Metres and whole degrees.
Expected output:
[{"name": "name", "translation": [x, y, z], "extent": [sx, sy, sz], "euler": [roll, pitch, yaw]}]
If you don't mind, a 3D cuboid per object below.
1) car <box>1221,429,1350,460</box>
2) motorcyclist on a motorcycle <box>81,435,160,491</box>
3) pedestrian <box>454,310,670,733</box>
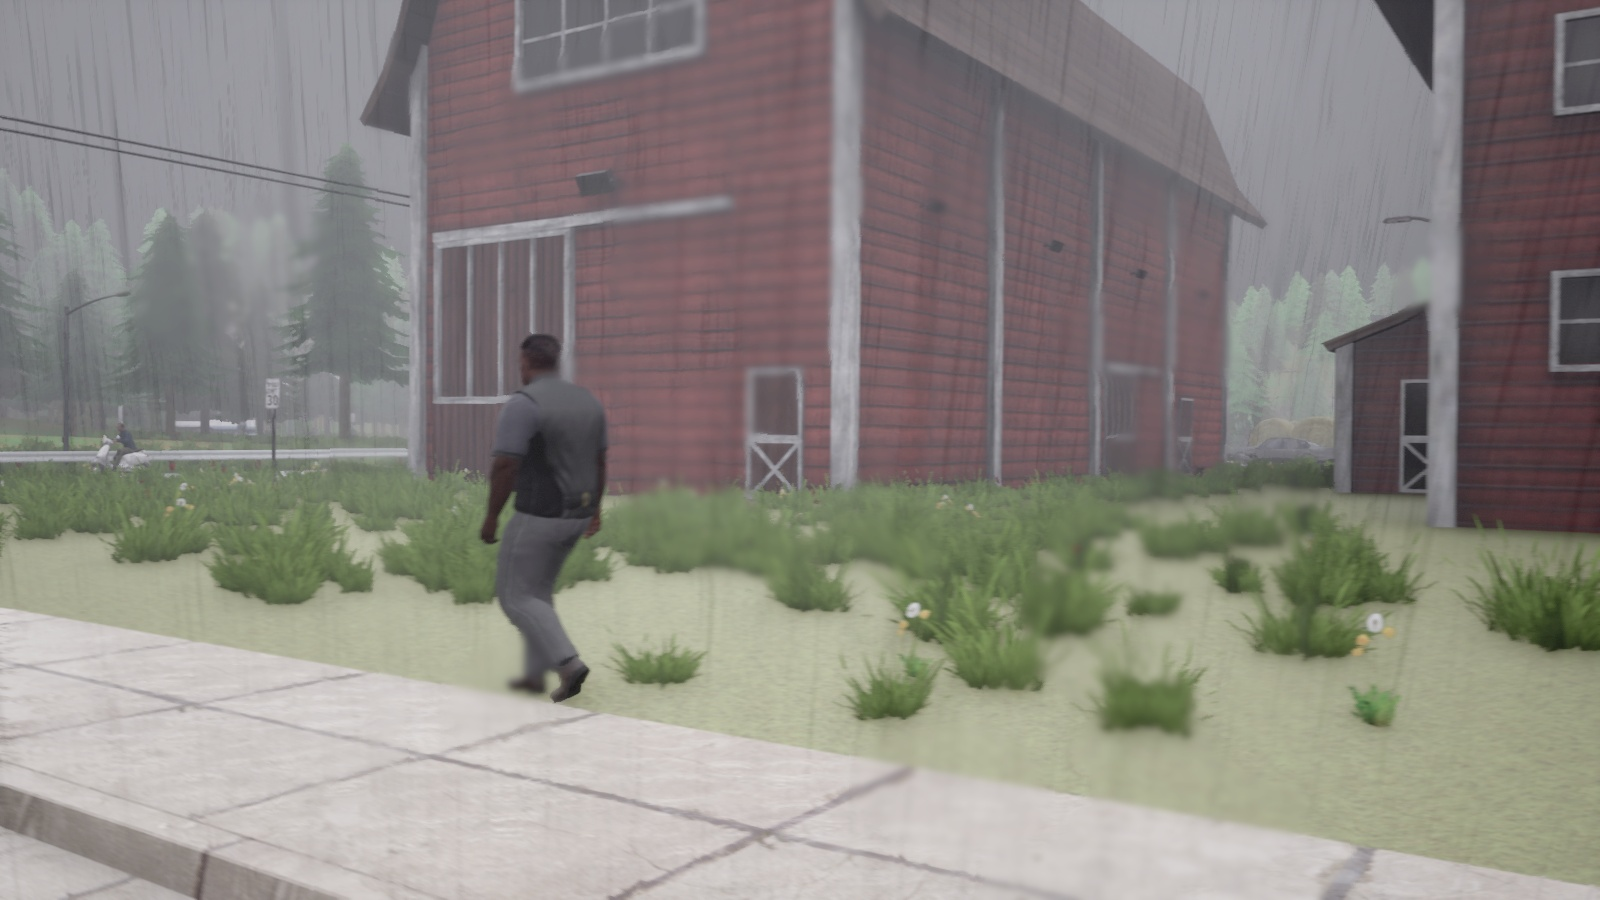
[{"name": "car", "translation": [23.019, -0.274, 59.631], "extent": [5.357, 1.411, 2.033], "euler": [0, 1, 34]}, {"name": "motorcyclist on a motorcycle", "translation": [-19.859, 0.364, 36.721], "extent": [0.866, 1.590, 1.817], "euler": [0, 1, 35]}, {"name": "pedestrian", "translation": [-1.145, 0.314, 6.047], "extent": [0.849, 1.883, 0.563], "euler": [0, 1, 34]}]
